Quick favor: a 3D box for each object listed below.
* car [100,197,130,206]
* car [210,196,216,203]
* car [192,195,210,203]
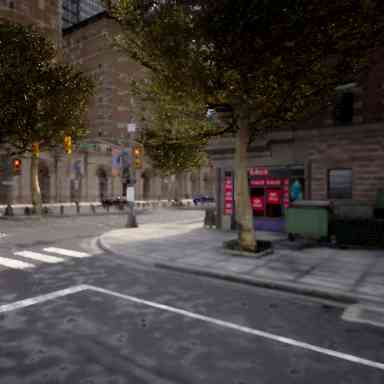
[{"bbox_3d":[-11.086,1.329,48.542,1.895,1.301,4.718,1,0,36],"label":"car"},{"bbox_3d":[5.854,1.384,60.541,1.895,1.301,4.718,1,0,36],"label":"car"},{"bbox_3d":[2.024,1.236,61.242,1.882,1.535,5.008,1,0,36],"label":"car"}]
